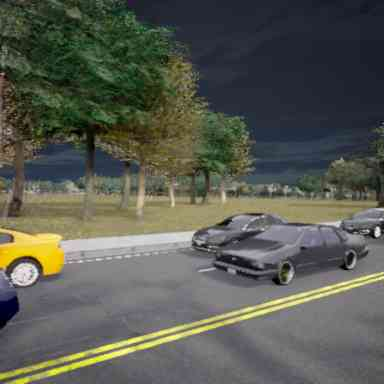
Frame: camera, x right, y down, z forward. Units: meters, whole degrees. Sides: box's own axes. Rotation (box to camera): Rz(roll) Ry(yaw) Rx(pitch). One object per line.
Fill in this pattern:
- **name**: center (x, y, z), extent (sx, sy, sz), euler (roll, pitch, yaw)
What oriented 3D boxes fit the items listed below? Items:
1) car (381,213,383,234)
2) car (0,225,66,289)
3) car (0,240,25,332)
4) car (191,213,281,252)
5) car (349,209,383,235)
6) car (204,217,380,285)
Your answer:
- **car**: center (11.461, 1.760, 15.776), extent (5.357, 1.411, 2.033), euler (1, 0, -35)
- **car**: center (-5.588, 1.475, 7.668), extent (5.008, 1.535, 1.882), euler (1, -1, -35)
- **car**: center (-4.915, 1.582, 4.169), extent (4.718, 1.301, 1.895), euler (1, 0, -35)
- **car**: center (2.228, 1.612, 13.239), extent (4.892, 1.490, 1.837), euler (1, 0, -36)
- **car**: center (10.402, 1.730, 18.997), extent (4.892, 1.490, 1.837), euler (1, 0, -35)
- **car**: center (3.177, 1.642, 9.930), extent (5.357, 1.411, 2.033), euler (1, 0, -35)
